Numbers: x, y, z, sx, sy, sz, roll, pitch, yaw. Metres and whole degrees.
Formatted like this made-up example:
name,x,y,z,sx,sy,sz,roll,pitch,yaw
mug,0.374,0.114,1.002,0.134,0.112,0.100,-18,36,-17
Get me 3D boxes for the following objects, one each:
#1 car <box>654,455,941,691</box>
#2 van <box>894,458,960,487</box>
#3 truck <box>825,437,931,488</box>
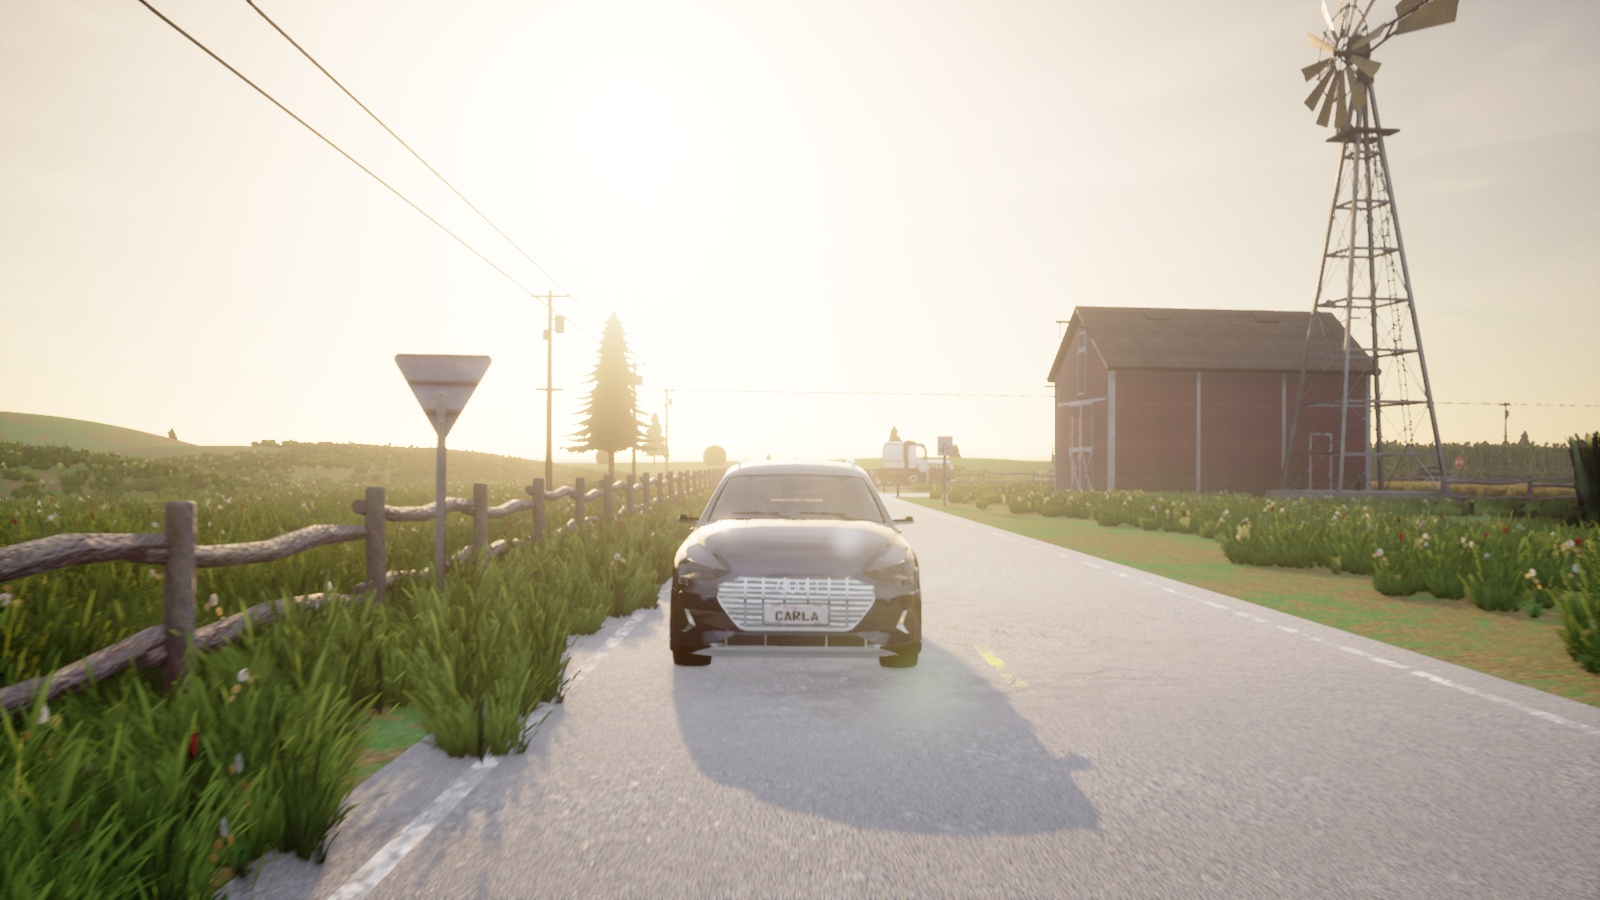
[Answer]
name,x,y,z,sx,sy,sz,roll,pitch,yaw
car,-0.029,0.882,11.352,2.033,1.649,4.856,0,0,0
van,9.552,1.692,94.614,4.480,2.038,2.069,1,-4,-26
truck,5.675,0.943,89.746,7.936,3.462,2.891,2,-2,-43
